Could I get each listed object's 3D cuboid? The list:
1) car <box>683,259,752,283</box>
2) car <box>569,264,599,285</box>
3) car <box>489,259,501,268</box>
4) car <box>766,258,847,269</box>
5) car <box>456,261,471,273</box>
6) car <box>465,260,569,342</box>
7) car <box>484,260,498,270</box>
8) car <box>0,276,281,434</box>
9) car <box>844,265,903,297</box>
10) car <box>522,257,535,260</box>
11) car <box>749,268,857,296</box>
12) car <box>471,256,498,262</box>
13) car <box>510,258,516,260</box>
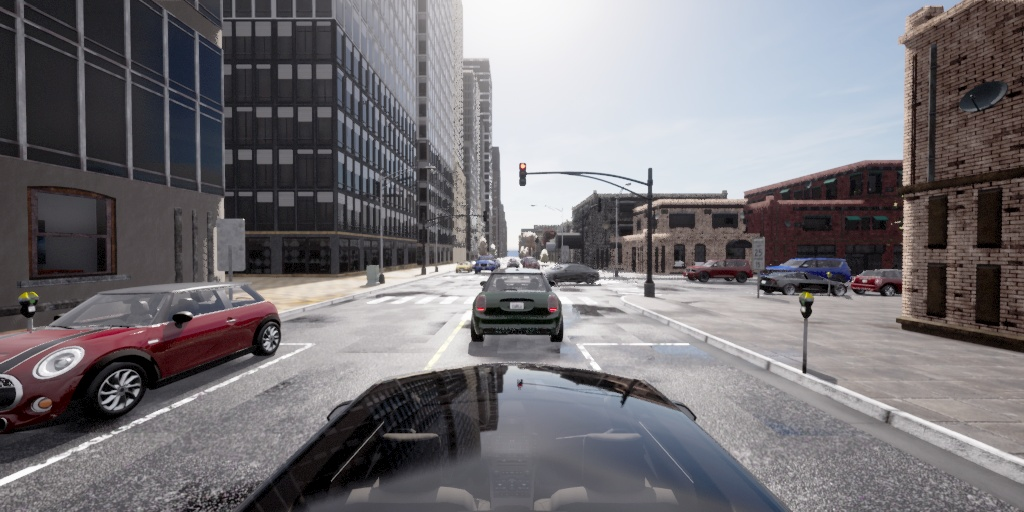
[{"bbox_3d":[16.569,1.164,28.824,5.009,1.841,2.192,0,0,1],"label":"car"},{"bbox_3d":[3.834,1.278,24.843,4.674,1.442,1.812,1,0,-21],"label":"car"},{"bbox_3d":[-2.956,1.262,61.937,1.812,1.442,4.674,0,0,0],"label":"car"},{"bbox_3d":[21.347,1.157,26.153,5.566,2.045,2.150,1,1,1],"label":"car"},{"bbox_3d":[-5.749,1.265,43.391,1.751,1.417,4.829,0,0,0],"label":"car"},{"bbox_3d":[0.150,1.100,9.910,2.097,1.767,4.553,0,0,1],"label":"car"},{"bbox_3d":[-2.998,1.263,51.686,1.812,1.442,4.674,0,0,0],"label":"car"},{"bbox_3d":[-5.684,1.188,5.613,1.967,1.591,4.097,0,0,0],"label":"car"},{"bbox_3d":[21.994,1.474,20.364,4.097,1.591,1.967,0,0,1],"label":"car"},{"bbox_3d":[2.780,1.178,49.134,1.967,1.591,4.097,0,0,0],"label":"car"},{"bbox_3d":[16.447,1.547,20.446,4.313,1.339,1.948,0,0,1],"label":"car"},{"bbox_3d":[-3.013,0.961,41.496,2.150,2.045,5.566,0,0,1],"label":"car"},{"bbox_3d":[0.202,1.338,56.061,1.895,1.301,4.718,0,0,0],"label":"car"}]
